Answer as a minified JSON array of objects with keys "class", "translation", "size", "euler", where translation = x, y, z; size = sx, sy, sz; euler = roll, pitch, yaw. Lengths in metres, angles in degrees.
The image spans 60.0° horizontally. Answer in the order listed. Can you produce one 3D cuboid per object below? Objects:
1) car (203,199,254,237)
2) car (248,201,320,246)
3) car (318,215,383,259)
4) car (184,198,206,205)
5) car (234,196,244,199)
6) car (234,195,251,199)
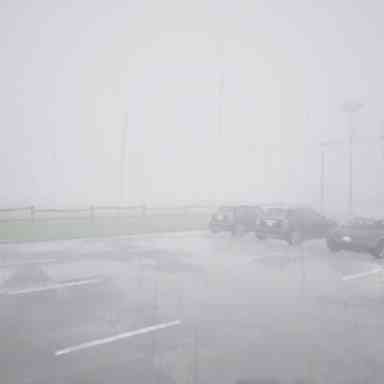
[{"class":"car","translation":[3.214,1.492,19.038],"size":[4.553,1.767,2.097],"euler":[1,-1,-35]},{"class":"car","translation":[5.246,1.492,16.188],"size":[4.553,1.767,2.097],"euler":[1,-1,-35]},{"class":"car","translation":[7.322,1.706,13.371],"size":[4.181,1.385,1.994],"euler":[1,0,-35]},{"class":"car","translation":[0.174,1.934,67.647],"size":[1.812,1.442,4.674],"euler":[1,0,-36]},{"class":"car","translation":[8.822,2.070,73.615],"size":[1.994,1.385,4.181],"euler":[1,0,-36]},{"class":"car","translation":[11.668,1.779,75.657],"size":[2.150,2.045,5.566],"euler":[1,0,-36]}]
